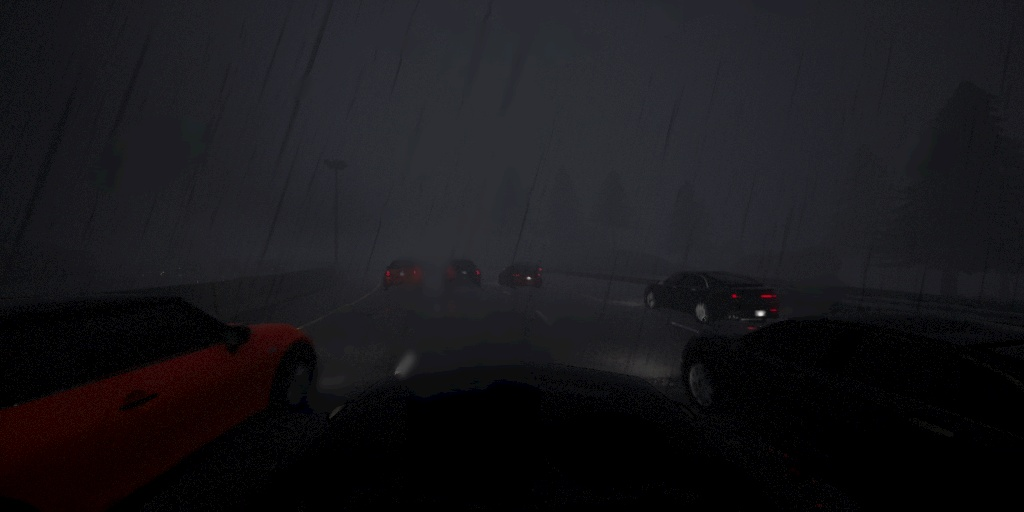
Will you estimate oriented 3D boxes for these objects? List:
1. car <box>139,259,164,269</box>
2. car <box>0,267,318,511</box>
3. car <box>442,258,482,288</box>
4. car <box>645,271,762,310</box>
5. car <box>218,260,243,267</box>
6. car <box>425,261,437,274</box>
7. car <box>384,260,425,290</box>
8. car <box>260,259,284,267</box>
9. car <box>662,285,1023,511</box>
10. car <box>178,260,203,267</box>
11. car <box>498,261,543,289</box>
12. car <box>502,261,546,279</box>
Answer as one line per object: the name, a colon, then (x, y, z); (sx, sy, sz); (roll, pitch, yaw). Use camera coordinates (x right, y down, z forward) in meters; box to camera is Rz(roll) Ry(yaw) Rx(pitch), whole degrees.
car: (-44.121, 1.099, 43.865); (5.008, 1.535, 1.882); (0, 0, 42)
car: (-3.662, 1.100, 3.057); (2.097, 1.767, 4.553); (0, 0, -2)
car: (-3.311, 1.029, 23.135); (2.097, 1.767, 4.553); (0, 0, -15)
car: (6.122, 1.217, 11.655); (1.837, 1.490, 4.892); (0, 0, -7)
car: (-29.355, 1.129, 37.513); (2.128, 1.511, 4.902); (0, 0, -36)
car: (-9.456, 1.189, 38.528); (1.994, 1.385, 4.181); (0, 0, -26)
car: (-6.668, 1.033, 22.168); (2.097, 1.767, 4.553); (0, 0, -15)
car: (-26.118, 1.136, 38.982); (1.837, 1.490, 4.892); (0, 0, -35)
car: (3.339, 1.249, 3.108); (1.837, 1.490, 4.892); (0, 0, -2)
car: (-33.983, 1.164, 37.974); (1.812, 1.442, 4.674); (0, 0, -38)
car: (0.451, 1.241, 22.528); (1.994, 1.385, 4.181); (0, 0, -15)
car: (0.988, 1.189, 32.554); (2.033, 1.411, 5.357); (0, 0, -21)
